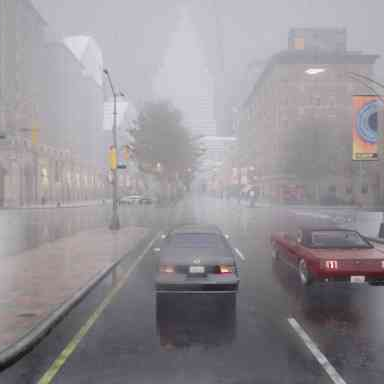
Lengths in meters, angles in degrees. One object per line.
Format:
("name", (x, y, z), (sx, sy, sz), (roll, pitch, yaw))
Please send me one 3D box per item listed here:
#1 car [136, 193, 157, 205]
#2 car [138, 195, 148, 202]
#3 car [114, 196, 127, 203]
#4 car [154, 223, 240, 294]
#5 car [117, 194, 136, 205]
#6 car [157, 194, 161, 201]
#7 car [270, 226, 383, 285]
("car", (-8.119, 1.491, 59.208), (2.128, 1.511, 4.902), (0, 0, 0))
("car", (-11.583, 1.524, 79.198), (1.812, 1.442, 4.674), (0, 0, 0))
("car", (-14.822, 1.595, 69.185), (1.895, 1.301, 4.718), (0, 0, 0))
("car", (0.092, 1.547, 8.938), (2.033, 1.411, 5.357), (0, 0, 0))
("car", (-11.618, 1.526, 58.918), (1.812, 1.442, 4.674), (0, 0, 0))
("car", (-8.072, 1.526, 68.976), (1.812, 1.442, 4.674), (0, 0, 0))
("car", (3.591, 1.601, 9.421), (1.895, 1.301, 4.718), (0, 0, 0))
